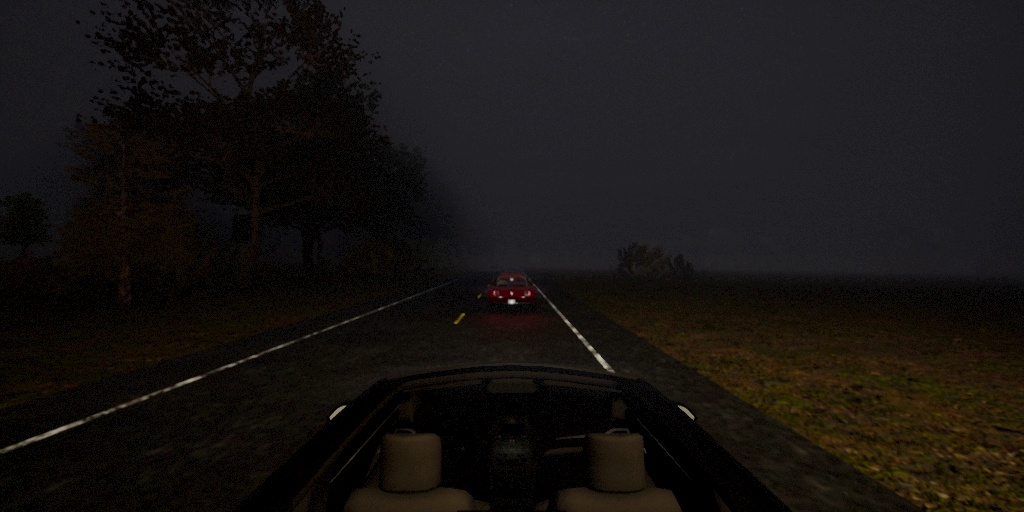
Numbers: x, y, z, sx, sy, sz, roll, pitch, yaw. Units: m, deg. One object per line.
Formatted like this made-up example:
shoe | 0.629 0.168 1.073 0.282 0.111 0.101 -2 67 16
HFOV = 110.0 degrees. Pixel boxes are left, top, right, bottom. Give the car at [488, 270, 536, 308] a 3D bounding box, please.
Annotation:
car | -0.005 1.481 15.949 1.895 1.301 4.718 0 0 0

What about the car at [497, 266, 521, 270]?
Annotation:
car | -0.012 1.615 30.946 1.895 1.301 4.718 0 0 0
